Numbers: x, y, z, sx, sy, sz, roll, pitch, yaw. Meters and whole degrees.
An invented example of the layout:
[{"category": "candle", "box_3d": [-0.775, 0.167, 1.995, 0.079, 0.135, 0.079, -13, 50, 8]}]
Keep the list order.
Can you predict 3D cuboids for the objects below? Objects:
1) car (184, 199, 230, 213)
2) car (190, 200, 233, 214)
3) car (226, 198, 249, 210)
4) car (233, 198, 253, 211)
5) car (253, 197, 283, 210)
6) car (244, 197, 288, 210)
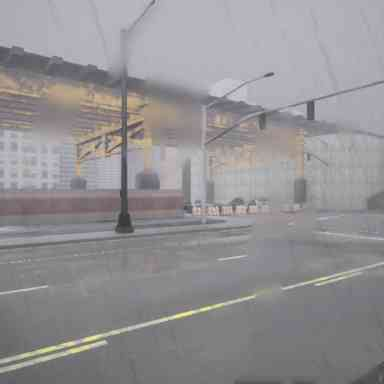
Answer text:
[{"category": "car", "box_3d": [1.471, 1.292, 35.245, 4.536, 1.218, 1.853, 0, 0, 8]}, {"category": "car", "box_3d": [1.522, 1.449, 35.238, 4.974, 1.542, 2.038, 0, 0, 8]}, {"category": "car", "box_3d": [5.285, 1.291, 37.970, 1.853, 1.218, 4.536, 0, 0, 18]}, {"category": "car", "box_3d": [5.269, 1.449, 37.920, 2.038, 1.542, 4.974, 0, 0, 18]}, {"category": "car", "box_3d": [9.131, 1.290, 41.670, 4.536, 1.218, 1.853, 0, 0, -7]}, {"category": "car", "box_3d": [9.182, 1.448, 41.677, 4.974, 1.542, 2.038, 0, 0, -7]}]
